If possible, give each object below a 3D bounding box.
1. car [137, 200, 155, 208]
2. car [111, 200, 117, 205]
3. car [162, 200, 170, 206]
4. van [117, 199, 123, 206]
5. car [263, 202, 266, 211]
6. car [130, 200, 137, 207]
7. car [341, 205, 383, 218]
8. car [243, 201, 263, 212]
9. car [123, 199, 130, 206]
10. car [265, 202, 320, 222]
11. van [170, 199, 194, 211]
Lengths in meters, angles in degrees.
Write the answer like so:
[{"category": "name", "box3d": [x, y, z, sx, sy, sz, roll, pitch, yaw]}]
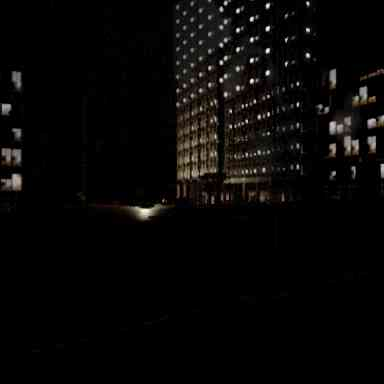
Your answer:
[{"category": "car", "box3d": [-8.400, 2.344, 63.004, 2.008, 1.369, 4.403, -1, -1, -25]}, {"category": "car", "box3d": [-20.454, 2.832, 88.411, 1.887, 1.381, 4.507, -1, -1, -25]}, {"category": "car", "box3d": [-5.650, 2.569, 76.759, 1.802, 1.307, 4.206, -1, 0, -25]}, {"category": "van", "box3d": [-15.637, 2.429, 78.250, 1.690, 1.788, 3.998, -1, -1, -25]}, {"category": "car", "box3d": [11.225, 1.882, 41.189, 1.947, 1.339, 4.313, -1, 0, -25]}, {"category": "car", "box3d": [-10.739, 2.413, 67.933, 1.752, 1.417, 4.829, -1, -1, -25]}, {"category": "car", "box3d": [16.046, 1.684, 31.026, 2.008, 1.369, 4.403, -1, 0, -25]}, {"category": "car", "box3d": [8.814, 1.975, 46.270, 1.947, 1.339, 4.313, -1, 0, -25]}, {"category": "car", "box3d": [-13.222, 2.534, 73.167, 1.887, 1.381, 4.507, -1, -1, -25]}, {"category": "car", "box3d": [8.476, 1.686, 27.433, 2.008, 1.369, 4.403, -1, 0, -25]}, {"category": "van", "box3d": [-1.173, 1.847, 47.762, 1.690, 1.788, 3.998, -1, 0, -25]}]
